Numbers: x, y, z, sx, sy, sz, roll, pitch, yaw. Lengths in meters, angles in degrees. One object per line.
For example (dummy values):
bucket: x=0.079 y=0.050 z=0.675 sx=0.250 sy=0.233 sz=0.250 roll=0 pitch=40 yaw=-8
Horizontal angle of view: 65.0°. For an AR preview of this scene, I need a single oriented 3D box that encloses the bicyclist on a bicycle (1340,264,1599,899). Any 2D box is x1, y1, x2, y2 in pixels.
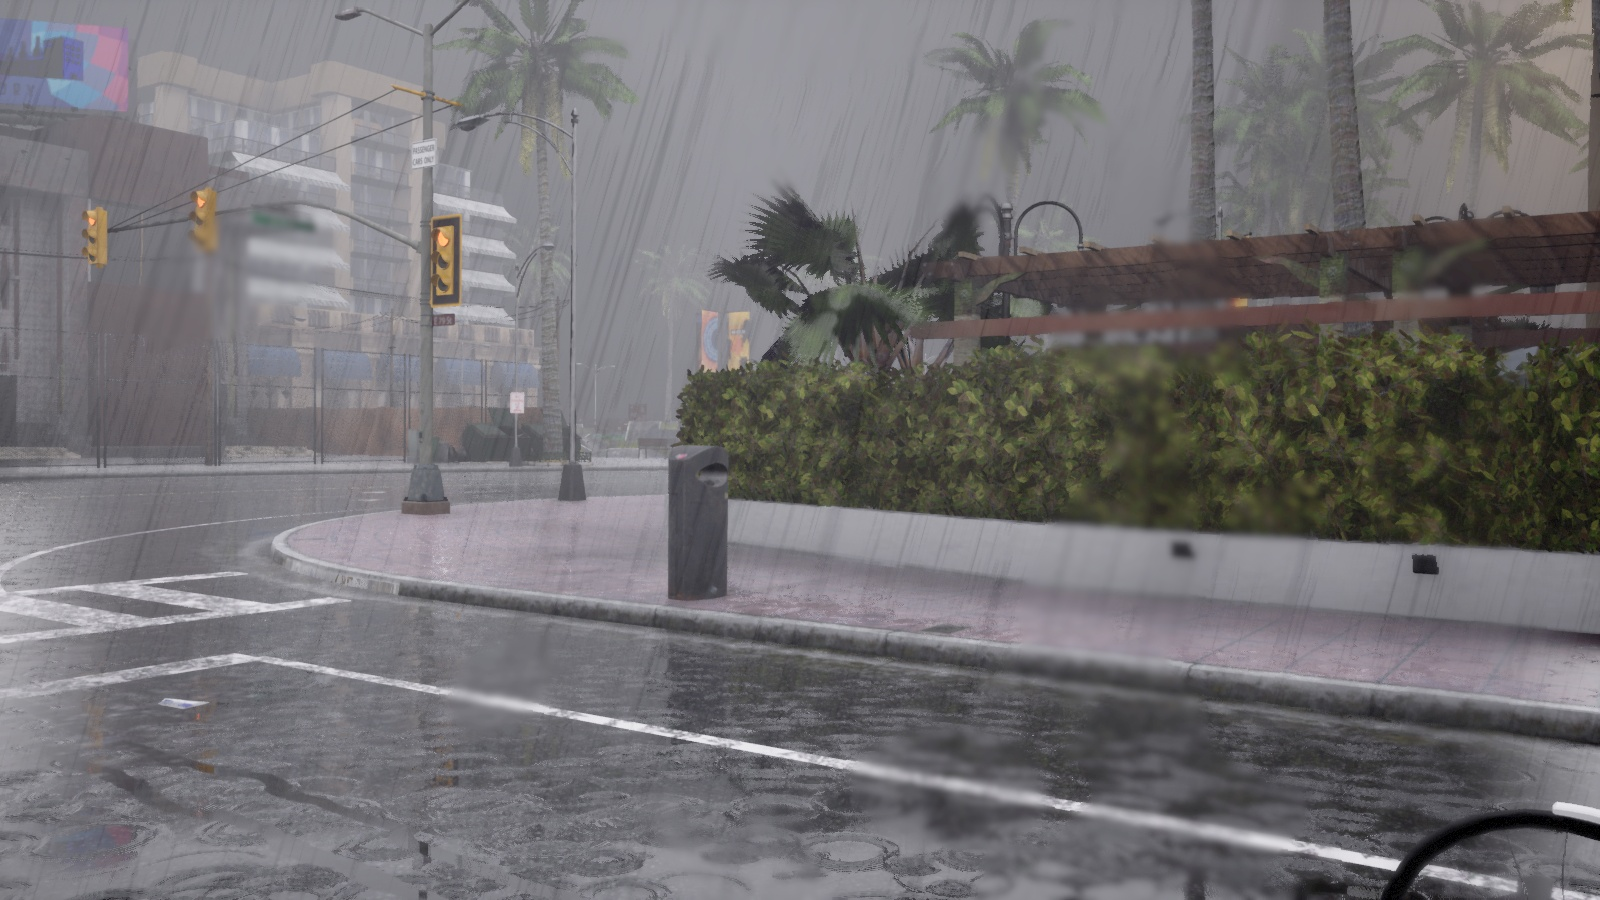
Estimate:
bicyclist on a bicycle: x=2.028 y=0.552 z=2.267 sx=1.843 sy=1.776 sz=0.659 roll=0 pitch=1 yaw=34
